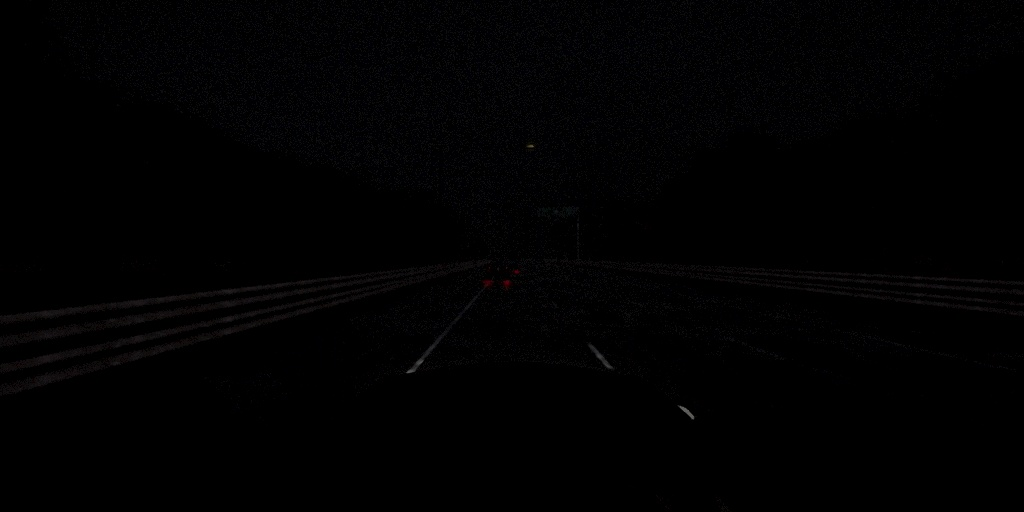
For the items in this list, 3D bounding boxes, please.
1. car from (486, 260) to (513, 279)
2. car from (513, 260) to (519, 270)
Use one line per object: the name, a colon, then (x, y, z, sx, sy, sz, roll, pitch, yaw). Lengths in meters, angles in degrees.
car: (-1.212, 1.132, 33.138, 2.097, 1.767, 4.553, 0, 0, 0)
car: (0.033, 1.347, 53.039, 1.812, 1.442, 4.674, 0, 0, 0)
